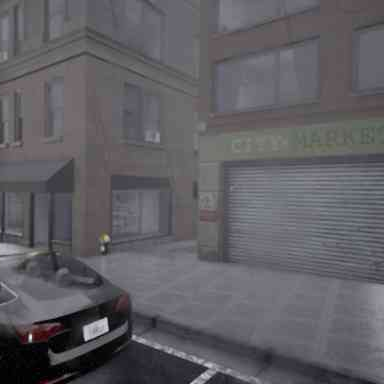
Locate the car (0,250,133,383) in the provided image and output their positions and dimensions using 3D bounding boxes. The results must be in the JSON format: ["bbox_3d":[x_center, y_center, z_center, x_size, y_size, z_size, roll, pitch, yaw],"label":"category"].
[{"bbox_3d":[-2.760,1.566,4.927,4.313,1.339,1.947,0,1,36],"label":"car"}]
